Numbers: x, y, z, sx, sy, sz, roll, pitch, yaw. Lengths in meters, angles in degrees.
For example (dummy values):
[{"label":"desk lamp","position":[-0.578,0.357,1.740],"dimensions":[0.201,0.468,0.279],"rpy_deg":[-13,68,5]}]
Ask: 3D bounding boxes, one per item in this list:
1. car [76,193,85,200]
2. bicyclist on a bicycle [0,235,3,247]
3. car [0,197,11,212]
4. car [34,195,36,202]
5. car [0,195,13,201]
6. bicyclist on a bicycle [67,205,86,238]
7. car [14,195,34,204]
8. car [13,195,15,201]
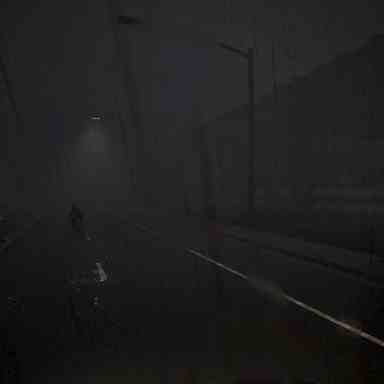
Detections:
[{"label":"car","position":[-27.525,1.219,82.558],"dimensions":[1.812,1.442,4.674],"rpy_deg":[0,1,-20]},{"label":"bicyclist on a bicycle","position":[-8.143,1.455,13.050],"dimensions":[1.656,1.620,0.582],"rpy_deg":[-2,0,13]},{"label":"car","position":[-22.592,1.601,38.264],"dimensions":[1.895,1.301,4.718],"rpy_deg":[0,0,-20]},{"label":"car","position":[-34.668,1.364,71.536],"dimensions":[2.128,1.511,4.902],"rpy_deg":[0,1,-20]},{"label":"car","position":[-33.921,1.320,59.292],"dimensions":[2.097,1.767,4.553],"rpy_deg":[0,1,-20]},{"label":"bicyclist on a bicycle","position":[-5.794,1.455,16.598],"dimensions":[1.656,1.620,0.582],"rpy_deg":[-3,-2,39]},{"label":"car","position":[-30.897,1.470,61.225],"dimensions":[1.837,1.490,4.892],"rpy_deg":[0,0,-20]},{"label":"car","position":[-37.535,1.381,69.190],"dimensions":[1.812,1.442,4.674],"rpy_deg":[0,1,-20]}]
